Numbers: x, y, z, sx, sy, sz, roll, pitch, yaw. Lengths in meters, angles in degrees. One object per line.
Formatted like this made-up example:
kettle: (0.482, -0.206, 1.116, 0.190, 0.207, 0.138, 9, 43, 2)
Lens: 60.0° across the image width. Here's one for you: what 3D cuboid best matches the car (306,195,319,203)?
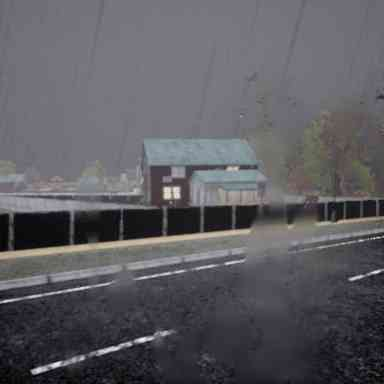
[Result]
car: (17.691, 1.142, 48.854, 1.882, 1.535, 5.008, -2, 1, -14)
